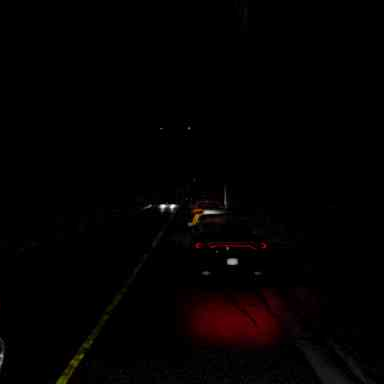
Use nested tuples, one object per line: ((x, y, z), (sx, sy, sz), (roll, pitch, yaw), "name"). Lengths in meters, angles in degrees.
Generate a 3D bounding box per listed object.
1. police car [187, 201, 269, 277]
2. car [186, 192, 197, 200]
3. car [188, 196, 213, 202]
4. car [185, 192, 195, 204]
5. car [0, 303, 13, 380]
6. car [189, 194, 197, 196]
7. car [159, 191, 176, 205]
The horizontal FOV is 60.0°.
((0.891, 1.296, 9.909), (1.930, 1.638, 5.238), (0, 1, 0), "police car")
((-0.064, 0.769, 61.324), (1.994, 1.385, 4.181), (0, 1, 0), "car")
((0.880, 1.221, 19.800), (1.882, 1.535, 5.008), (0, 1, 0), "car")
((-0.044, 0.949, 46.582), (2.033, 1.411, 5.357), (0, 1, 0), "car")
((-3.100, 1.533, 2.203), (1.994, 1.385, 4.181), (0, 1, 0), "car")
((0.874, 1.144, 25.801), (1.882, 1.535, 5.008), (0, 1, 0), "car")
((-3.139, 0.975, 44.566), (2.033, 1.411, 5.357), (0, 1, 0), "car")
